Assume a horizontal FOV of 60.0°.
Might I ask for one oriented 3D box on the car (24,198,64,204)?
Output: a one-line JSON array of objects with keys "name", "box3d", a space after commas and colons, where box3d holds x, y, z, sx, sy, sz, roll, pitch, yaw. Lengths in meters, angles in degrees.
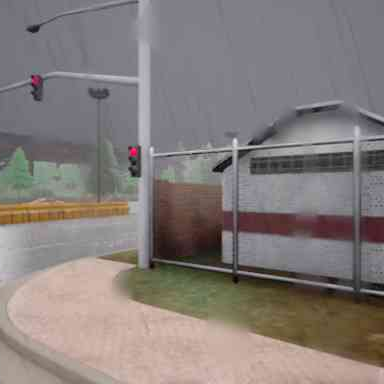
[{"name": "car", "box3d": [-17.136, 1.479, 38.271, 1.882, 1.535, 5.008, 0, 0, 34]}]
